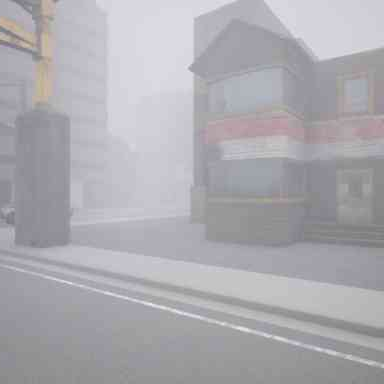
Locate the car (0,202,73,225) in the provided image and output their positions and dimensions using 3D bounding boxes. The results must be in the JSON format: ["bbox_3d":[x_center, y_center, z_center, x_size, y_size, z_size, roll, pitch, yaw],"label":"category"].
[{"bbox_3d":[-10.705,1.453,23.515,2.038,1.542,4.974,0,0,16],"label":"car"}]
